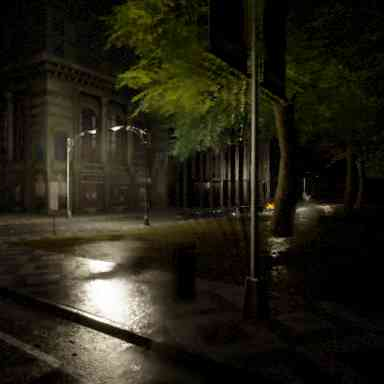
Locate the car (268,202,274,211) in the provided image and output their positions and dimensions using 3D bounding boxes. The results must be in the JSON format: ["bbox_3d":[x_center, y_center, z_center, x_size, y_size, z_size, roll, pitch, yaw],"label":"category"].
[{"bbox_3d":[14.232,2.377,56.520,1.882,1.535,5.008,0,0,34],"label":"car"}]

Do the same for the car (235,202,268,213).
[{"bbox_3d":[8.699,2.279,48.247,2.128,1.511,4.902,0,-1,35],"label":"car"}]
